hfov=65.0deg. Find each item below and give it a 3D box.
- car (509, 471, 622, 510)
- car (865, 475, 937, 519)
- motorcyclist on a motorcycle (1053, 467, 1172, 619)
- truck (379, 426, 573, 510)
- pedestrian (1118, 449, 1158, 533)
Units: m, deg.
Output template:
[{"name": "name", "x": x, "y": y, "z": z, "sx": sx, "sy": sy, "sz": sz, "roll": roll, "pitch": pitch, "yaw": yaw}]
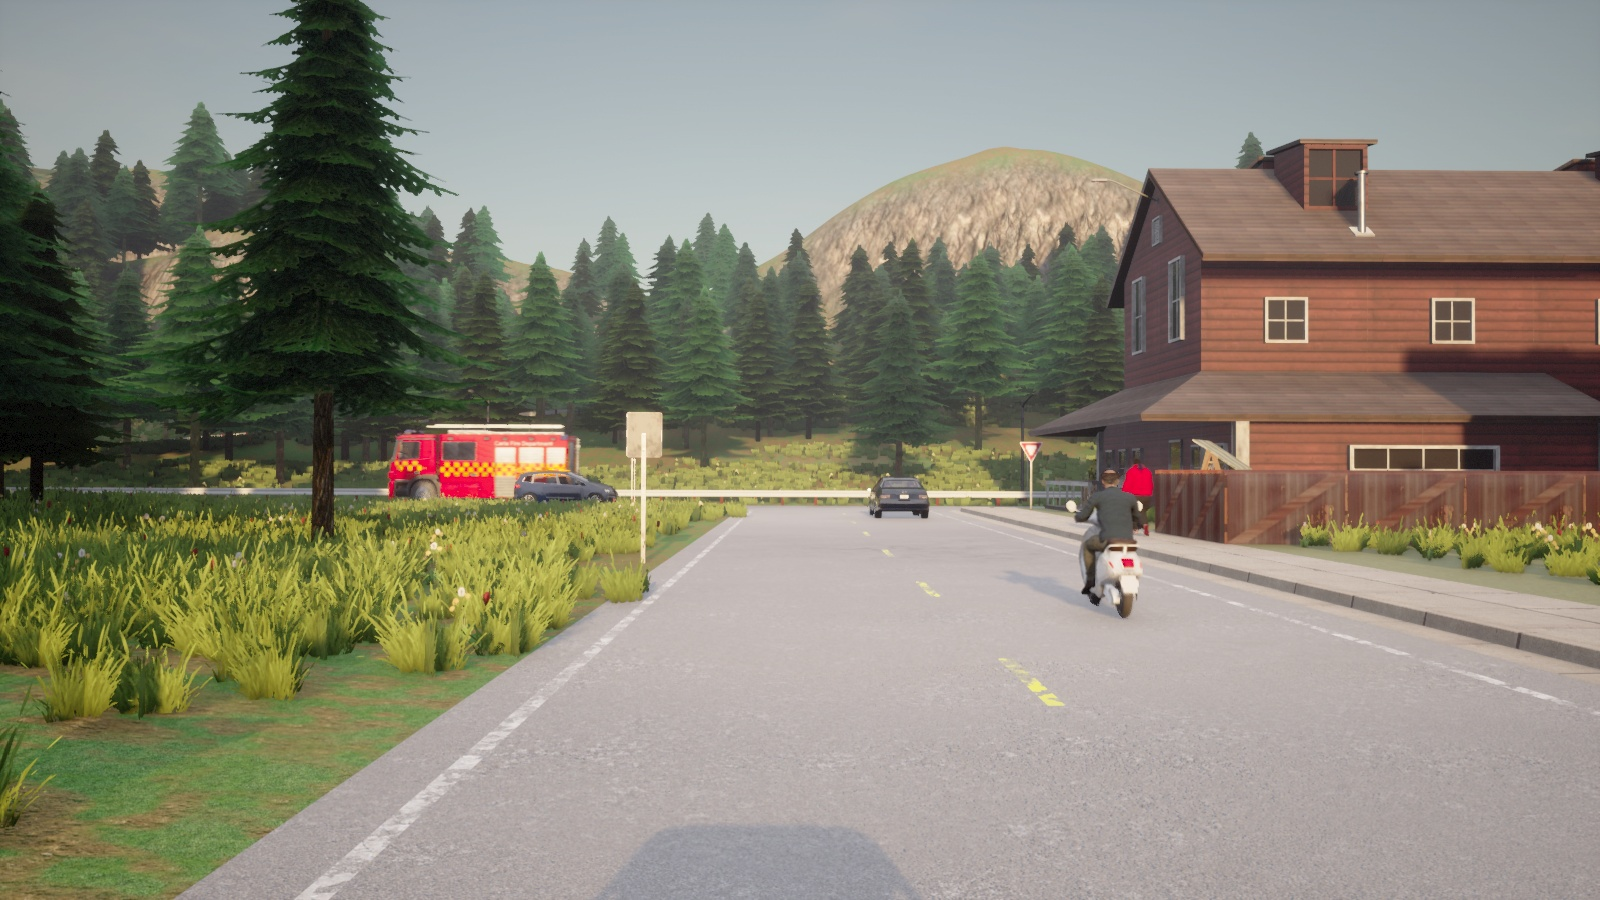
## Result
[{"name": "car", "x": -10.409, "y": 1.779, "z": 55.997, "sx": 4.611, "sy": 1.667, "sz": 2.242, "roll": 0, "pitch": -1, "yaw": 0}, {"name": "car", "x": 3.393, "y": 1.573, "z": 43.246, "sx": 2.033, "sy": 1.411, "sz": 5.357, "roll": 0, "pitch": -1, "yaw": 0}, {"name": "motorcyclist on a motorcycle", "x": 3.465, "y": 0.990, "z": 14.096, "sx": 0.866, "sy": 1.590, "sz": 1.817, "roll": 0, "pitch": -1, "yaw": 0}, {"name": "truck", "x": -15.242, "y": 0.848, "z": 59.498, "sx": 8.468, "sy": 3.827, "sz": 2.891, "roll": 0, "pitch": -1, "yaw": 0}, {"name": "pedestrian", "x": 7.551, "y": 0.910, "z": 28.082, "sx": 0.634, "sy": 1.844, "sz": 0.899, "roll": 0, "pitch": -1, "yaw": -1}]
